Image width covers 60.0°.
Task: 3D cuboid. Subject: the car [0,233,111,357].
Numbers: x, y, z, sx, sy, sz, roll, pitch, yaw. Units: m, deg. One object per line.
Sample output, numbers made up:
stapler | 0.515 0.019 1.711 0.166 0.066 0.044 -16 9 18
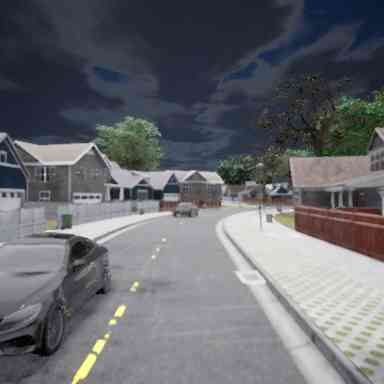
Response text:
car | -2.830 1.566 6.274 1.812 1.442 4.674 0 0 0

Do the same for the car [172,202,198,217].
car | -0.616 1.809 34.706 1.837 1.490 4.892 0 -1 14
